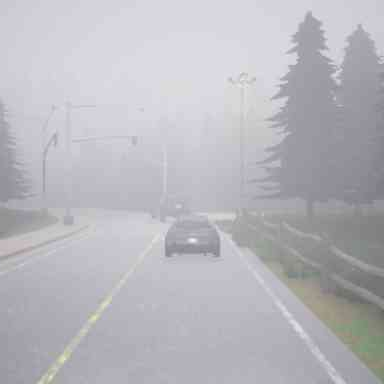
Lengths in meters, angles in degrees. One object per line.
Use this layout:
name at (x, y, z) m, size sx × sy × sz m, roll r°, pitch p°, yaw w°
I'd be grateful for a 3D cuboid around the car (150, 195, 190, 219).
car at (-1.860, 1.244, 26.838) m, size 2.150 × 2.045 × 5.566 m, roll 0°, pitch 0°, yaw -19°

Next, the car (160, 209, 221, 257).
car at (0.007, 1.572, 13.012) m, size 1.994 × 1.385 × 4.181 m, roll 0°, pitch 0°, yaw 0°
